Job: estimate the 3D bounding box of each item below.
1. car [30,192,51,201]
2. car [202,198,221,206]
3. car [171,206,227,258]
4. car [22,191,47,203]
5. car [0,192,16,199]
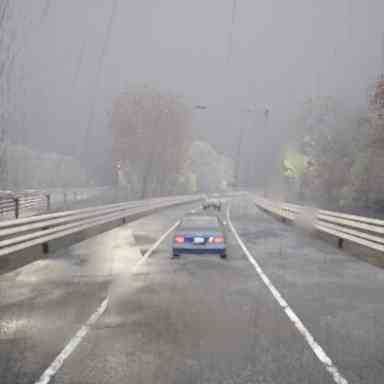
[{"bbox_3d":[-22.717,0.670,49.956,1.895,1.301,4.718,0,1,-13],"label":"car"},{"bbox_3d":[2.259,1.329,36.401,1.895,1.301,4.718,0,1,7],"label":"car"},{"bbox_3d":[0.325,1.459,12.404,2.033,1.411,5.357,0,0,3],"label":"car"},{"bbox_3d":[-21.468,0.633,44.844,2.128,1.511,4.902,0,1,-13],"label":"car"},{"bbox_3d":[-24.852,0.702,44.037,1.994,1.385,4.181,0,1,-13],"label":"car"}]
